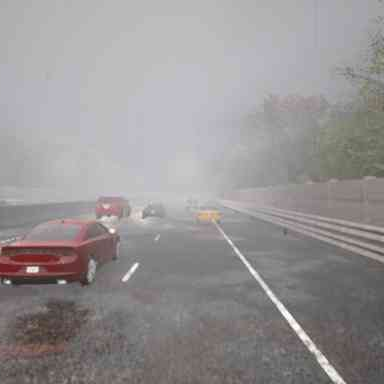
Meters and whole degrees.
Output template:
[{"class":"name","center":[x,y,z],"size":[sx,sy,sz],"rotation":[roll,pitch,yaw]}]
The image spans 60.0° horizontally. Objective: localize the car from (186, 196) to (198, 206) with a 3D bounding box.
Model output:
[{"class":"car","center":[0.013,1.659,61.346],"size":[2.097,1.767,4.553],"rotation":[0,0,0]}]

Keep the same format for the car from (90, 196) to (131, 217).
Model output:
[{"class":"car","center":[-6.898,1.355,29.497],"size":[2.150,2.045,5.566],"rotation":[0,0,0]}]

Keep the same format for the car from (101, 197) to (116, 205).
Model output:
[{"class":"car","center":[-17.486,1.855,69.901],"size":[1.837,1.490,4.892],"rotation":[0,0,0]}]

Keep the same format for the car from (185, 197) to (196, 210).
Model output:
[{"class":"car","center":[0.033,1.831,47.514],"size":[1.895,1.301,4.718],"rotation":[0,0,1]}]

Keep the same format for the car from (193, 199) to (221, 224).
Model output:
[{"class":"car","center":[1.230,1.572,26.118],"size":[1.801,1.575,5.366],"rotation":[0,0,0]}]

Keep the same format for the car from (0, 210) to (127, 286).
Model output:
[{"class":"car","center":[-3.397,1.515,9.573],"size":[1.882,1.535,5.008],"rotation":[0,0,0]}]

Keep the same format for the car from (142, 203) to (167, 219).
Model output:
[{"class":"car","center":[-3.391,1.705,30.818],"size":[1.994,1.385,4.181],"rotation":[0,0,0]}]

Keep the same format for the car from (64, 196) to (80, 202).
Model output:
[{"class":"car","center":[-24.486,1.702,68.059],"size":[2.097,1.767,4.553],"rotation":[0,0,0]}]

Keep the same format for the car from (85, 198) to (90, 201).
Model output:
[{"class":"car","center":[-20.986,1.895,69.901],"size":[2.033,1.411,5.357],"rotation":[0,0,0]}]

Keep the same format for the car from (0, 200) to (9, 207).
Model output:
[{"class":"car","center":[-17.589,1.481,28.558],"size":[2.097,1.767,4.553],"rotation":[0,0,0]}]
